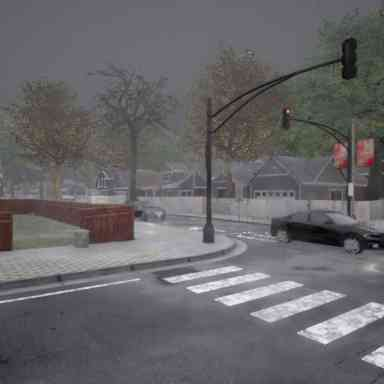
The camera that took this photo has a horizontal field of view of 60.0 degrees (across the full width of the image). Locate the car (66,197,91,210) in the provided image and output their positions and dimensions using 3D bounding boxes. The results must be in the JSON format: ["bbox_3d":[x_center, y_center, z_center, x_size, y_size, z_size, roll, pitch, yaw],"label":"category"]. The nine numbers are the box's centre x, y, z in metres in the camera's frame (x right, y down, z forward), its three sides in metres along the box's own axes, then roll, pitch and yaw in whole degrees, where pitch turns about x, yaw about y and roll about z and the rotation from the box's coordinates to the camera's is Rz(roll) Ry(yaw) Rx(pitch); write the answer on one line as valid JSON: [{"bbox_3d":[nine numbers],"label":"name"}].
[{"bbox_3d":[-13.362,1.580,40.187,1.812,1.442,4.674,0,0,-35],"label":"car"}]

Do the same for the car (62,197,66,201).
[{"bbox_3d":[-22.218,1.601,57.493,2.128,1.511,4.902,0,0,-36],"label":"car"}]

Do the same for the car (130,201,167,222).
[{"bbox_3d":[-3.864,1.520,26.862,2.128,1.511,4.902,0,0,-35],"label":"car"}]

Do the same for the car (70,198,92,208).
[{"bbox_3d":[-16.569,1.654,49.678,1.994,1.385,4.181,0,0,-35],"label":"car"}]

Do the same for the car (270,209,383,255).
[{"bbox_3d":[5.527,1.484,13.745,1.882,1.535,5.008,0,-1,-36],"label":"car"}]
